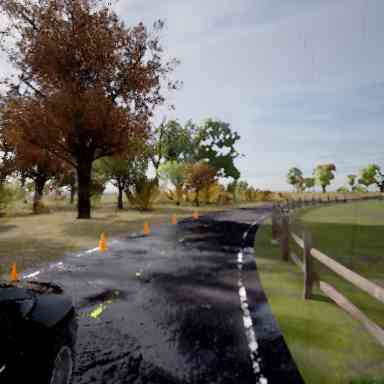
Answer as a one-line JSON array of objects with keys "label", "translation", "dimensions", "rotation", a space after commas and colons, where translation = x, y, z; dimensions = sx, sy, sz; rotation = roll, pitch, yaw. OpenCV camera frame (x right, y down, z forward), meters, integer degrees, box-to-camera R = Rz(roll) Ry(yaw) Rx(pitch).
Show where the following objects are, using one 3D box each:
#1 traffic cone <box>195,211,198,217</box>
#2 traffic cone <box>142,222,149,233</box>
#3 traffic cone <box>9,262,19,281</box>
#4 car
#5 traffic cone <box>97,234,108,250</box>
[{"label": "traffic cone", "translation": [0.346, 1.808, 27.726], "dimensions": [0.340, 0.580, 0.340], "rotation": [0, 1, 19]}, {"label": "traffic cone", "translation": [-2.465, 1.879, 17.836], "dimensions": [0.340, 0.580, 0.340], "rotation": [0, 0, 13]}, {"label": "traffic cone", "translation": [-4.108, 1.921, 7.686], "dimensions": [0.340, 0.580, 0.340], "rotation": [0, 0, 6]}, {"label": "car", "translation": [-2.315, 1.512, 2.223], "dimensions": [1.812, 1.442, 4.674], "rotation": [0, 0, 3]}, {"label": "traffic cone", "translation": [-3.434, 1.903, 12.785], "dimensions": [0.340, 0.580, 0.340], "rotation": [0, 0, 9]}]
